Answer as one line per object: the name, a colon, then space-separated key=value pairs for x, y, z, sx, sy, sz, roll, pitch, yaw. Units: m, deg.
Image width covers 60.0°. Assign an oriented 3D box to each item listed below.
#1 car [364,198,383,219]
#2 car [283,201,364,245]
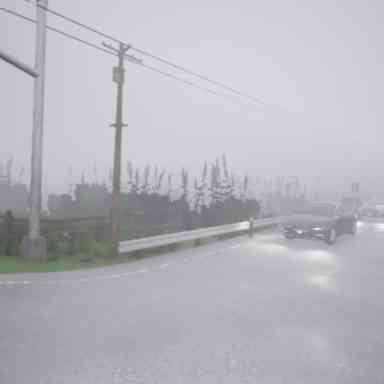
car: x=12.469 y=1.105 z=22.043 sx=1.812 sy=1.442 sz=4.674 roll=3 pitch=1 yaw=42
car: x=5.646 y=1.192 z=14.355 sx=1.837 sy=1.490 sz=4.892 roll=3 pitch=3 yaw=41
